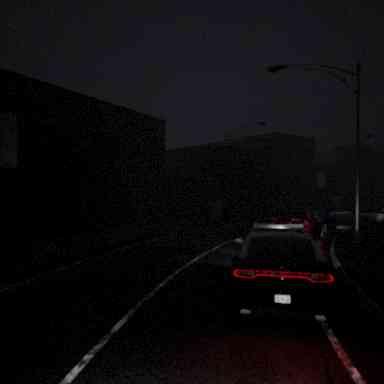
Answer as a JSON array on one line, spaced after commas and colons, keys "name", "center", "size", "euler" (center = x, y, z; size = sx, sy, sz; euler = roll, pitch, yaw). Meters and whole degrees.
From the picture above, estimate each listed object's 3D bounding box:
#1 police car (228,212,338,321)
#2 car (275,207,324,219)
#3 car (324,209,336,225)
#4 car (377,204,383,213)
[{"name": "police car", "center": [1.996, 1.498, 7.744], "size": [1.930, 1.638, 5.238], "euler": [0, -1, 13]}, {"name": "car", "center": [5.071, 1.515, 16.405], "size": [2.097, 1.767, 4.553], "euler": [0, 0, 26]}, {"name": "car", "center": [7.898, 1.751, 21.279], "size": [1.812, 1.442, 4.674], "euler": [1, 0, 34]}, {"name": "car", "center": [25.880, 2.026, 43.004], "size": [4.902, 1.511, 2.128], "euler": [1, 0, -35]}]
